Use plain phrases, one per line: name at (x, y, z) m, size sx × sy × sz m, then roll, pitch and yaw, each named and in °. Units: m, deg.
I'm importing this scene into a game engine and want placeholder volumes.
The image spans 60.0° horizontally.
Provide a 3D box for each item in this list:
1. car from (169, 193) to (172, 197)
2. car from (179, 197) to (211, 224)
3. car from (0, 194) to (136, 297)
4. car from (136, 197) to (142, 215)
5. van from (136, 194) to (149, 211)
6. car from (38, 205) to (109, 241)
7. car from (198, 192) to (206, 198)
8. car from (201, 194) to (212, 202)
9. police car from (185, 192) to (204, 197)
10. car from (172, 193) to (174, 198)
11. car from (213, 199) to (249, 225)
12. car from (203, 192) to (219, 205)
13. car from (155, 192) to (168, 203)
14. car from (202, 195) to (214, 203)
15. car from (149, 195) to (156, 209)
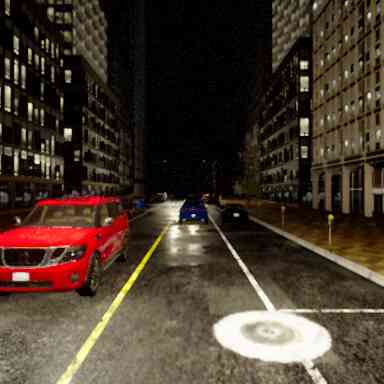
car at (-5.685, 1.106, 67.886) m, size 1.947 × 1.339 × 4.313 m, roll 0°, pitch 0°, yaw 0°
car at (0.101, 1.324, 23.425) m, size 1.882 × 1.535 × 5.008 m, roll 0°, pitch 0°, yaw 0°
car at (-3.097, 1.164, 8.784) m, size 2.150 × 2.045 × 5.566 m, roll 0°, pitch 0°, yaw 0°
car at (-5.687, 1.361, 28.040) m, size 1.887 × 1.381 × 4.507 m, roll 0°, pitch 0°, yaw 0°
van at (-5.686, 1.119, 33.732) m, size 1.690 × 1.788 × 3.998 m, roll 0°, pitch 0°, yaw 0°
car at (-5.688, 1.442, 16.656) m, size 2.008 × 1.369 × 4.403 m, roll 0°, pitch 0°, yaw 0°
car at (2.697, 0.818, 90.636) m, size 1.967 × 1.590 × 4.097 m, roll 0°, pitch 0°, yaw 0°
car at (2.695, 1.105, 62.348) m, size 1.752 × 1.417 × 4.829 m, roll 0°, pitch 0°, yaw 0°
police car at (0.103, 1.151, 41.398) m, size 1.930 × 1.638 × 5.238 m, roll 0°, pitch 1°, yaw 0°
car at (-5.684, 0.904, 90.482) m, size 1.752 × 1.417 × 4.829 m, roll 0°, pitch 0°, yaw 0°
car at (2.693, 1.420, 22.336) m, size 1.947 × 1.339 × 4.313 m, roll 0°, pitch 0°, yaw 0°
car at (2.695, 1.141, 45.101) m, size 1.967 × 1.590 × 4.097 m, roll 0°, pitch 0°, yaw 0°
car at (-5.685, 1.061, 56.500) m, size 1.967 × 1.590 × 4.097 m, roll 0°, pitch 0°, yaw 0°
car at (2.695, 1.203, 56.486) m, size 1.802 × 1.307 × 4.206 m, roll 0°, pitch 0°, yaw 0°
car at (-5.686, 1.321, 39.425) m, size 1.802 × 1.307 × 4.206 m, roll 0°, pitch 0°, yaw 0°
